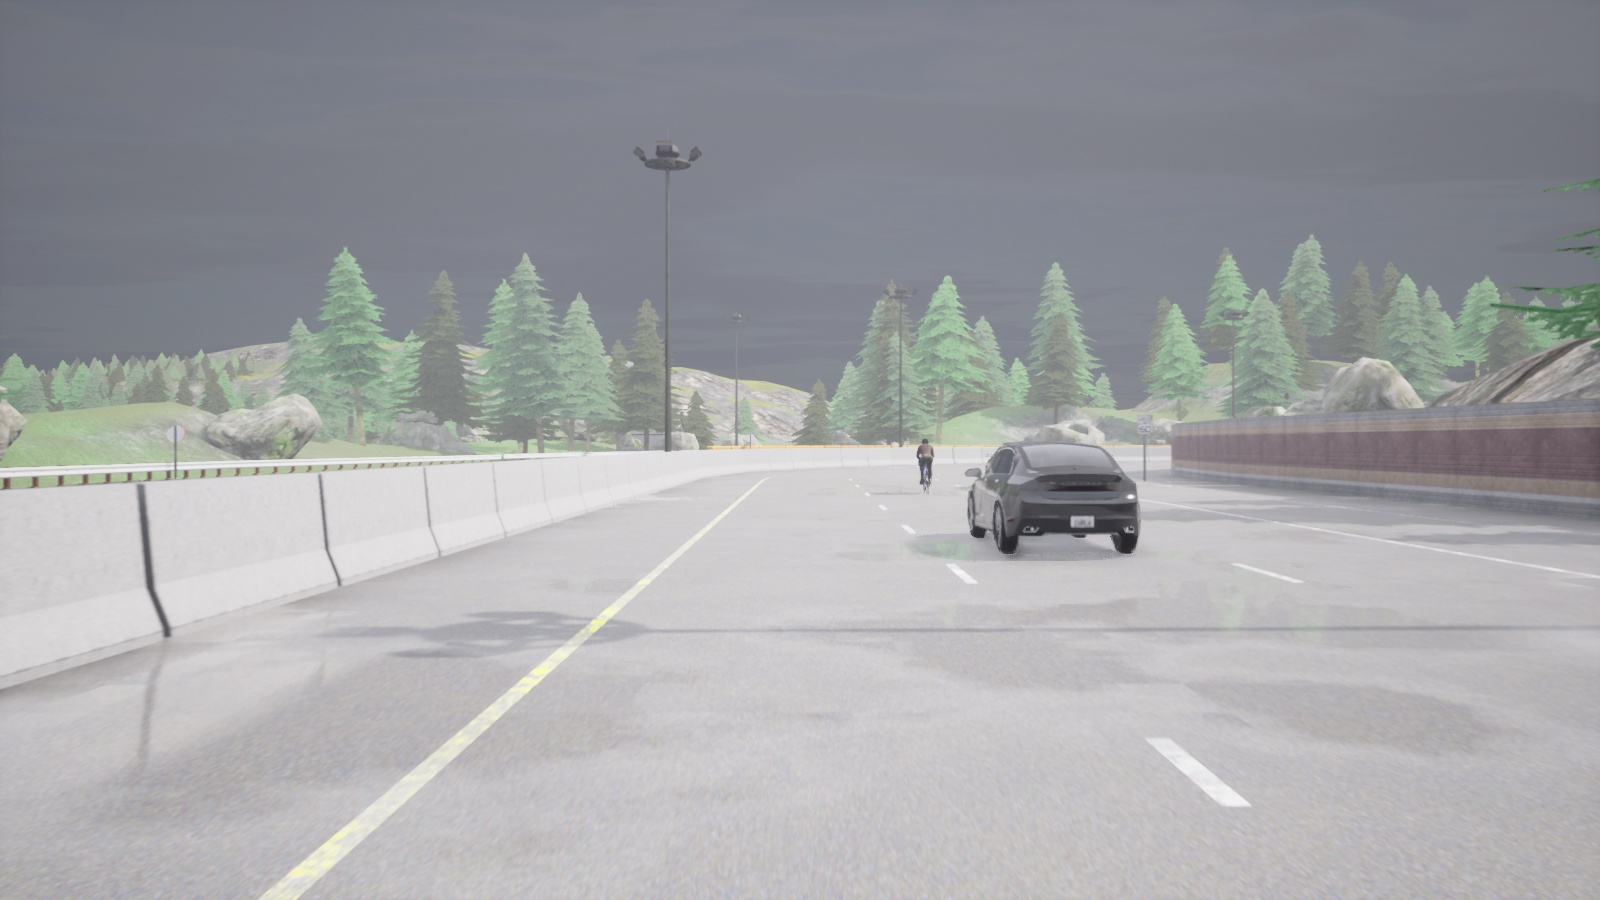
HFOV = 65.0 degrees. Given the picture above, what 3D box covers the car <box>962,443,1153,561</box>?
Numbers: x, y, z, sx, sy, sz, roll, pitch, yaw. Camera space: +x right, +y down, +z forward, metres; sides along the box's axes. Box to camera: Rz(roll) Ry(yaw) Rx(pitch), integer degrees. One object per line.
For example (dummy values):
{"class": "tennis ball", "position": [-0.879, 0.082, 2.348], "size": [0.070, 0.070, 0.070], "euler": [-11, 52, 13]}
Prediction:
{"class": "car", "position": [3.609, 0.652, 18.498], "size": [1.837, 1.490, 4.892], "euler": [0, 0, 0]}
